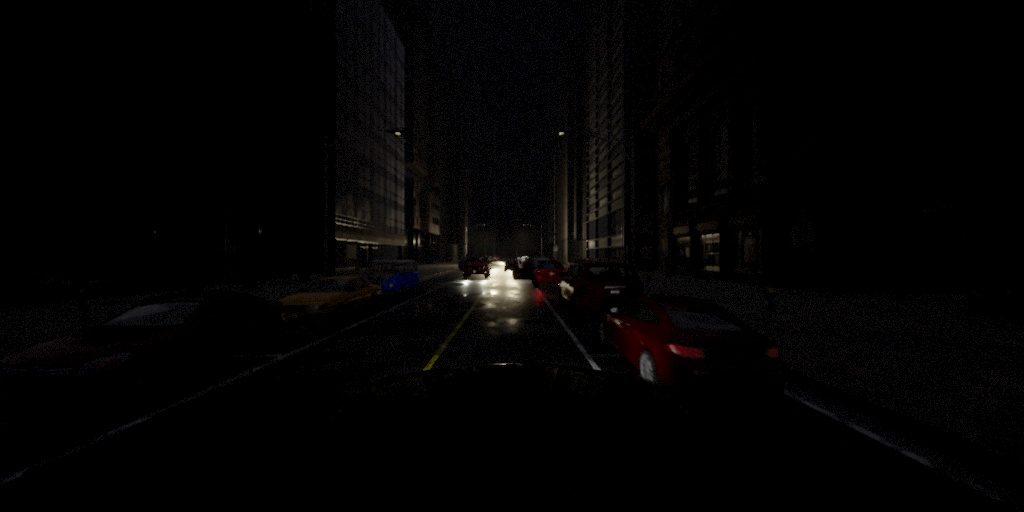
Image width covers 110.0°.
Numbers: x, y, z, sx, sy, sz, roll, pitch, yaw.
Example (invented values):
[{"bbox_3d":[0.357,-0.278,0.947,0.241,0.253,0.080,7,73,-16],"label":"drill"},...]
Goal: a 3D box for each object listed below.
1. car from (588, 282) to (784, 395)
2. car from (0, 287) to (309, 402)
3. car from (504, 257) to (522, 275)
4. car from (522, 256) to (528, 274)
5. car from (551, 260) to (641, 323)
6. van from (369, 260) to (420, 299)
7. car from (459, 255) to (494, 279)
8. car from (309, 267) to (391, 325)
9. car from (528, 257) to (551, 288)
[{"bbox_3d":[2.761,1.323,6.381,1.802,1.307,4.207,0,0,0],"label":"car"},{"bbox_3d":[-5.764,1.323,6.365,1.802,1.307,4.207,0,0,0],"label":"car"},{"bbox_3d":[0.009,1.195,44.809,1.812,1.442,4.674,0,0,1],"label":"car"},{"bbox_3d":[2.749,0.983,45.644,2.192,1.841,5.009,0,0,0],"label":"car"},{"bbox_3d":[2.759,1.044,11.990,2.192,1.841,5.009,0,0,0],"label":"car"},{"bbox_3d":[-5.767,1.060,17.584,1.690,1.789,3.998,0,0,0],"label":"van"},{"bbox_3d":[-3.106,0.909,32.432,2.150,2.045,5.566,0,1,0],"label":"car"},{"bbox_3d":[-5.766,1.255,11.805,1.751,1.417,4.829,0,0,0],"label":"car"},{"bbox_3d":[2.381,1.059,23.738,2.097,1.767,4.553,0,0,0],"label":"car"}]
